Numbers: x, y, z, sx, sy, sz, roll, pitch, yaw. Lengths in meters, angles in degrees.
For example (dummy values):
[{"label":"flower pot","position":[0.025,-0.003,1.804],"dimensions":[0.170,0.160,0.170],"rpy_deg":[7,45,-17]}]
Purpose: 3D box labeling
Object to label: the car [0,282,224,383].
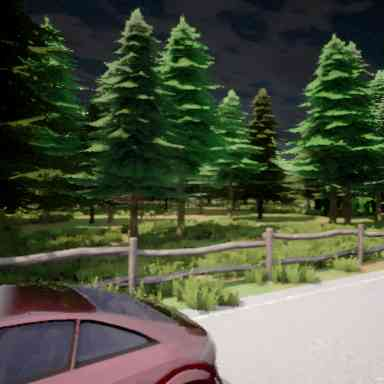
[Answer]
[{"label":"car","position":[-1.740,1.537,2.569],"dimensions":[4.181,1.385,1.994],"rpy_deg":[1,0,-37]}]
